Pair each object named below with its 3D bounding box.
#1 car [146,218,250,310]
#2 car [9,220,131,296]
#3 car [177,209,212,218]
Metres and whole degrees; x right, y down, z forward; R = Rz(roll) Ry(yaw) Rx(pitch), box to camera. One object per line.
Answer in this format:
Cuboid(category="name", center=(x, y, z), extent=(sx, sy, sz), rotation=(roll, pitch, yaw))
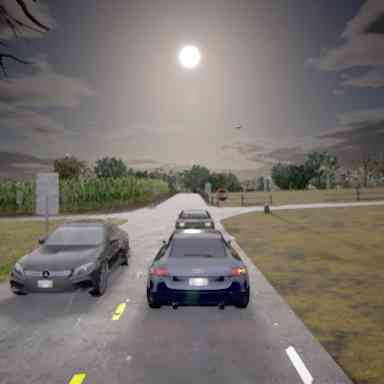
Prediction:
Cuboid(category="car", center=(0.118, 1.545, 7.857), extent=(1.994, 1.385, 4.181), rotation=(0, 0, 0))
Cuboid(category="car", center=(-2.815, 1.504, 8.737), extent=(1.812, 1.442, 4.674), rotation=(0, 0, 0))
Cuboid(category="car", center=(0.142, 1.531, 17.811), extent=(1.895, 1.301, 4.718), rotation=(0, 1, 0))
